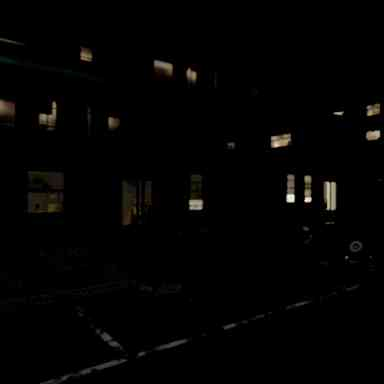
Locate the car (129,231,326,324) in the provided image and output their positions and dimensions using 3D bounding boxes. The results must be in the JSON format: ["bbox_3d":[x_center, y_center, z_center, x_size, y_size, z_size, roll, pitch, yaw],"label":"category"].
[{"bbox_3d":[0.744,1.574,7.080,4.206,1.307,1.802,0,1,-35],"label":"car"}]

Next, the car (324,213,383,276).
[{"bbox_3d":[5.250,1.424,10.291,4.097,1.590,1.967,0,1,-35],"label":"car"}]
